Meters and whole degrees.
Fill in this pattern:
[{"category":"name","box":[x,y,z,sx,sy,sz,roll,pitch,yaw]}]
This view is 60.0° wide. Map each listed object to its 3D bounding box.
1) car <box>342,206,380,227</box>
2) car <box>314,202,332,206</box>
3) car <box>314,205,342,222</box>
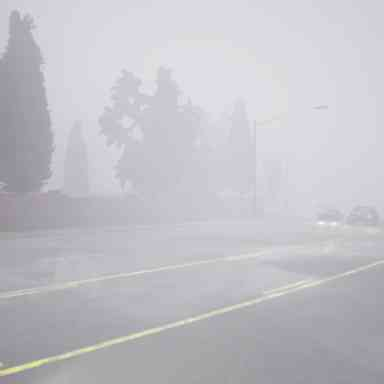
[{"category":"car","box":[14.788,1.975,28.737,2.097,1.767,4.553,0,-2,36]},{"category":"car","box":[26.840,2.976,67.653,2.150,2.045,5.566,0,-1,-5]},{"category":"car","box":[14.057,2.290,33.647,1.994,1.385,4.181,0,-2,34]}]
